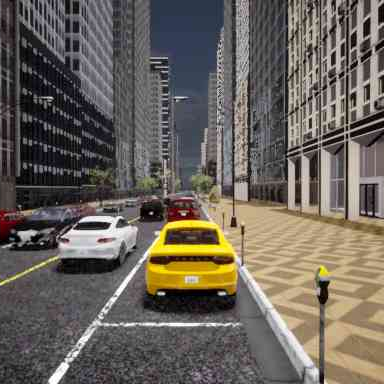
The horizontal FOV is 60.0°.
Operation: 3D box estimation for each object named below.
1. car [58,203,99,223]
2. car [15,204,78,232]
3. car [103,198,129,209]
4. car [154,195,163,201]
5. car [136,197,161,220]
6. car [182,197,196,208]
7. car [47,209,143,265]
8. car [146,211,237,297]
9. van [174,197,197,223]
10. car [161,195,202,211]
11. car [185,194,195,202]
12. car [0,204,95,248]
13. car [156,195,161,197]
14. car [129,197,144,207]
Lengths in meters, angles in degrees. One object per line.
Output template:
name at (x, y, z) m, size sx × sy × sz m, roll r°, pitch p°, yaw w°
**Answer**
car at (-8.843, 1.577, 26.356) m, size 1.802 × 1.307 × 4.206 m, roll -1°, pitch 0°, yaw 0°
car at (-8.844, 1.547, 20.672) m, size 2.008 × 1.369 × 4.403 m, roll -1°, pitch 0°, yaw 0°
car at (-8.844, 1.544, 37.723) m, size 2.008 × 1.369 × 4.403 m, roll -1°, pitch 0°, yaw 0°
car at (-8.844, 1.545, 88.876) m, size 1.947 × 1.339 × 4.313 m, roll -1°, pitch 0°, yaw 0°
car at (-3.146, 1.473, 27.942) m, size 1.882 × 1.535 × 5.008 m, roll 0°, pitch 0°, yaw 0°
car at (-0.463, 1.541, 49.090) m, size 2.008 × 1.369 × 4.403 m, roll -1°, pitch 0°, yaw 0°
car at (-3.056, 1.523, 11.550) m, size 1.812 × 1.442 × 4.674 m, roll 0°, pitch 0°, yaw 0°
car at (-0.006, 1.476, 8.652) m, size 1.882 × 1.535 × 5.008 m, roll 0°, pitch 0°, yaw 0°
van at (-0.465, 1.336, 26.356) m, size 1.690 × 1.788 × 3.998 m, roll -1°, pitch 0°, yaw 0°
car at (-0.465, 1.311, 20.672) m, size 2.192 × 1.841 × 5.009 m, roll -1°, pitch 0°, yaw 0°
car at (-0.465, 1.298, 77.509) m, size 2.192 × 1.841 × 5.009 m, roll -1°, pitch 0°, yaw 0°
car at (-6.247, 1.489, 14.954) m, size 2.128 × 1.511 × 4.902 m, roll 0°, pitch 0°, yaw 0°
car at (-8.844, 1.509, 77.339) m, size 1.752 × 1.417 × 4.829 m, roll -1°, pitch 0°, yaw 0°
car at (-8.843, 1.541, 49.090) m, size 2.008 × 1.369 × 4.403 m, roll -1°, pitch 0°, yaw 0°
